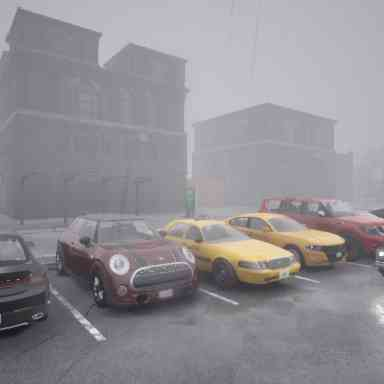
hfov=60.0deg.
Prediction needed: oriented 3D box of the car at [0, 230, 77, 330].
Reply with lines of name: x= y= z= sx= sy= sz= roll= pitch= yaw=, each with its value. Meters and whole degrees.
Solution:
car: x=-4.145 y=1.481 z=6.481 sx=2.231 sy=1.521 sz=4.892 roll=0 pitch=0 yaw=-35

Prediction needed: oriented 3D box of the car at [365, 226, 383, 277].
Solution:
car: x=6.814 y=1.599 z=8.822 sx=4.718 sy=1.301 sz=1.895 roll=0 pitch=0 yaw=-35

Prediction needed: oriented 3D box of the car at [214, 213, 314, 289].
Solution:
car: x=0.497 y=1.478 z=9.559 sx=1.946 sy=1.575 sz=5.366 roll=0 pitch=0 yaw=-35

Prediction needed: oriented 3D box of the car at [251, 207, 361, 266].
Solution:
car: x=2.655 y=1.481 z=11.326 sx=2.097 sy=1.535 sz=5.008 roll=0 pitch=0 yaw=-35

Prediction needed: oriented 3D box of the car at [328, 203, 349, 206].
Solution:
car: x=9.451 y=1.507 z=16.182 sx=2.163 sy=1.488 sz=4.792 roll=0 pitch=0 yaw=-35

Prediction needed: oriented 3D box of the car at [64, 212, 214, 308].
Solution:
car: x=-1.796 y=1.355 z=8.196 sx=2.185 sy=1.767 sz=4.553 roll=0 pitch=0 yaw=-35

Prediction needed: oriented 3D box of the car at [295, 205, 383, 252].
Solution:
car: x=7.195 y=1.522 z=14.547 sx=2.002 sy=1.452 sz=4.674 roll=0 pitch=0 yaw=-35
